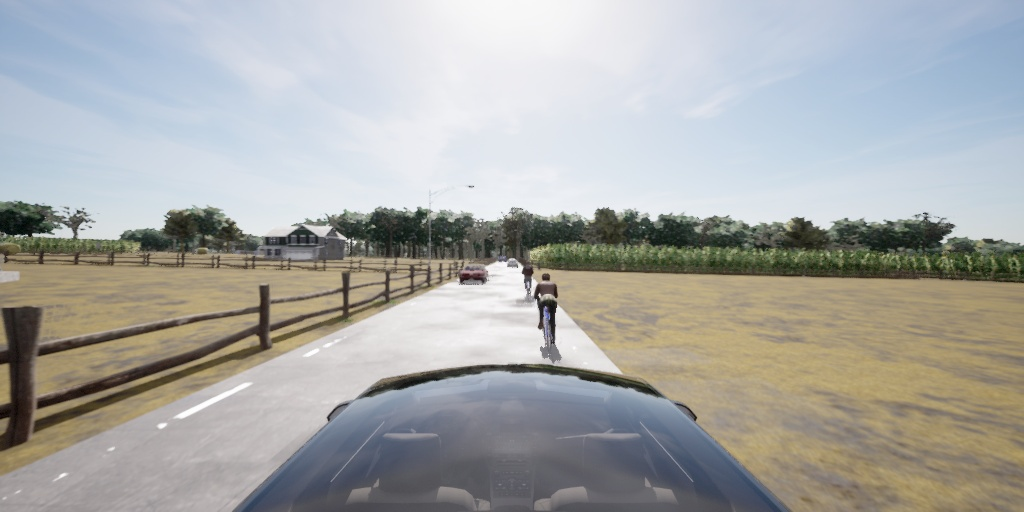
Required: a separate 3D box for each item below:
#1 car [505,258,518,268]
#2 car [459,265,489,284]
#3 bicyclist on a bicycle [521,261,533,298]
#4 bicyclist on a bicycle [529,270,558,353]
[{"bbox_3d":[0.135,1.306,61.925,1.895,1.301,4.718,0,0,0],"label":"car"},{"bbox_3d":[-2.834,1.349,27.234,1.895,1.301,4.718,0,0,0],"label":"car"},{"bbox_3d":[0.769,1.121,17.525,0.659,1.776,1.843,0,0,0],"label":"bicyclist on a bicycle"},{"bbox_3d":[0.763,1.203,7.879,0.582,1.620,1.656,0,0,0],"label":"bicyclist on a bicycle"}]
